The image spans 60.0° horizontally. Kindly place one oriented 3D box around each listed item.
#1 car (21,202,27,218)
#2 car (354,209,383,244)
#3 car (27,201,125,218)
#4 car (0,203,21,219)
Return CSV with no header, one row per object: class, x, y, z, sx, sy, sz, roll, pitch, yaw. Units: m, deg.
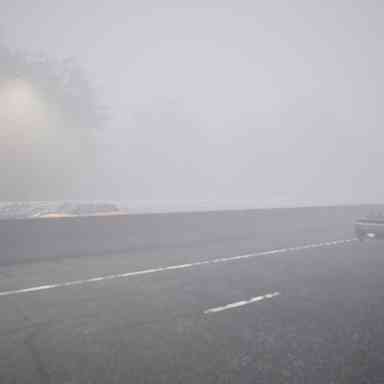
car,-7.517,1.354,20.118,4.553,1.767,2.097,0,0,-35
car,9.118,1.503,14.674,4.902,1.511,2.128,0,0,-36
car,-5.682,1.354,17.129,4.553,1.767,2.097,0,0,-35
car,-10.641,1.602,22.193,4.718,1.301,1.895,0,0,-35
